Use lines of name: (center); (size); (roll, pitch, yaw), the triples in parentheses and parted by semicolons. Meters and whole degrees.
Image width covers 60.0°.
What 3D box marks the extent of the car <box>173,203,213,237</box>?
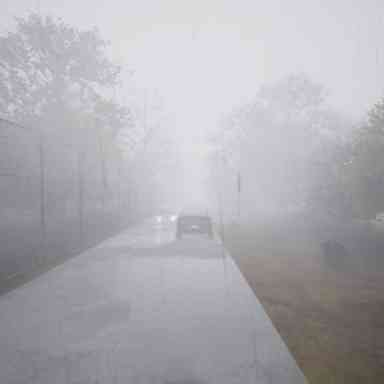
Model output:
car: (0.132, 1.590, 18.967); (1.882, 1.535, 5.008); (0, -1, 0)

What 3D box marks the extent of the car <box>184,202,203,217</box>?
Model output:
car: (0.207, 1.919, 37.610); (2.033, 1.411, 5.357); (0, -1, 1)

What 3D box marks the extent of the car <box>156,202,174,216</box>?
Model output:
car: (-2.743, 1.887, 36.970); (1.812, 1.442, 4.674); (0, -1, 1)
